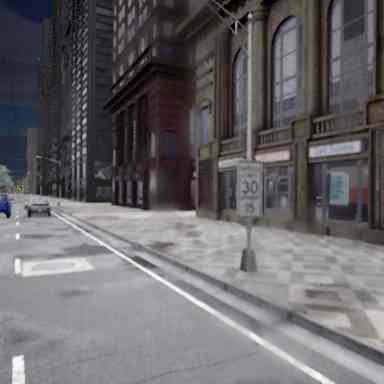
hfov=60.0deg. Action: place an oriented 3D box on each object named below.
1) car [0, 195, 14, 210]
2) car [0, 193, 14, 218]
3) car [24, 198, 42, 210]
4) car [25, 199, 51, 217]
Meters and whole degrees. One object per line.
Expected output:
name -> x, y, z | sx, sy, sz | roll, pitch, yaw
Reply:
car -> -23.184, 1.214, 40.922 | 2.097, 1.767, 4.553 | 0, 0, -27
car -> -16.593, 1.122, 28.344 | 2.150, 2.045, 5.566 | 0, 0, -27
car -> -20.242, 1.484, 42.304 | 1.895, 1.301, 4.718 | 0, 0, -27
car -> -13.987, 1.410, 30.379 | 2.128, 1.511, 4.902 | 0, 0, -27
